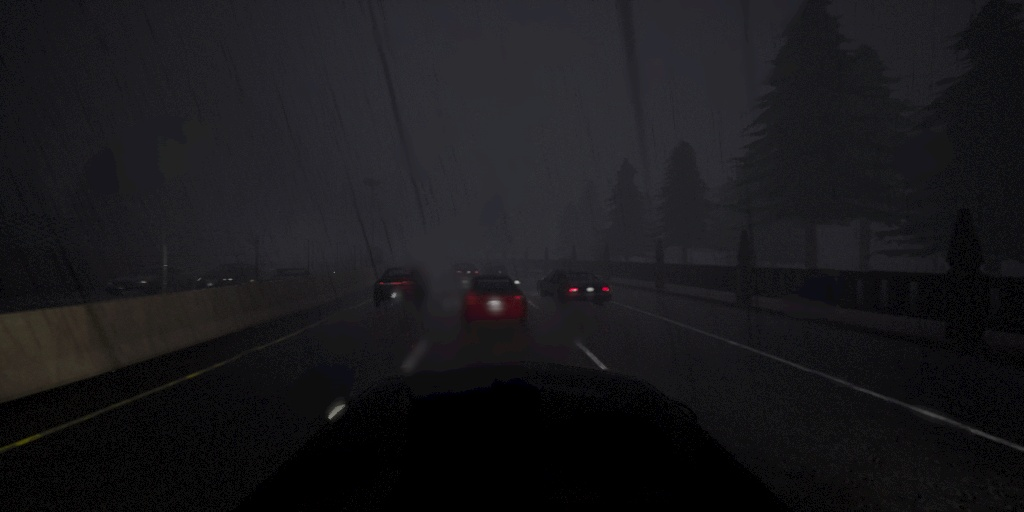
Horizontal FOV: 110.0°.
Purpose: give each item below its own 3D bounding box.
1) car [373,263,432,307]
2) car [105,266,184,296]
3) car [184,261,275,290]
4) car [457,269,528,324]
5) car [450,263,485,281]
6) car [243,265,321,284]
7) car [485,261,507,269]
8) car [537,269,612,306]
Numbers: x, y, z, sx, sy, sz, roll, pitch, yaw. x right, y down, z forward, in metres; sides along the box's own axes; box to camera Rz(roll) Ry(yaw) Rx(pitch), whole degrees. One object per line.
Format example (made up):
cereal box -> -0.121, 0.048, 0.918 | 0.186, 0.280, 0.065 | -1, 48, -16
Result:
car -> -4.621, 1.236, 15.538 | 2.128, 1.511, 4.902 | 0, 0, -8
car -> -19.804, 1.303, 19.962 | 1.812, 1.442, 4.674 | 0, 0, -13
car -> -16.558, 1.260, 21.398 | 2.128, 1.511, 4.902 | 0, 0, -13
car -> -0.648, 1.302, 11.938 | 1.994, 1.385, 4.181 | 0, 0, -6
car -> -3.972, 1.271, 29.605 | 2.033, 1.411, 5.357 | 0, 0, -16
car -> -12.645, 1.360, 20.108 | 1.895, 1.301, 4.718 | 0, 0, -12
car -> -1.737, 1.238, 34.107 | 1.812, 1.442, 4.674 | 0, 0, -17
car -> 2.500, 1.273, 15.559 | 2.033, 1.411, 5.357 | 0, 0, -8
